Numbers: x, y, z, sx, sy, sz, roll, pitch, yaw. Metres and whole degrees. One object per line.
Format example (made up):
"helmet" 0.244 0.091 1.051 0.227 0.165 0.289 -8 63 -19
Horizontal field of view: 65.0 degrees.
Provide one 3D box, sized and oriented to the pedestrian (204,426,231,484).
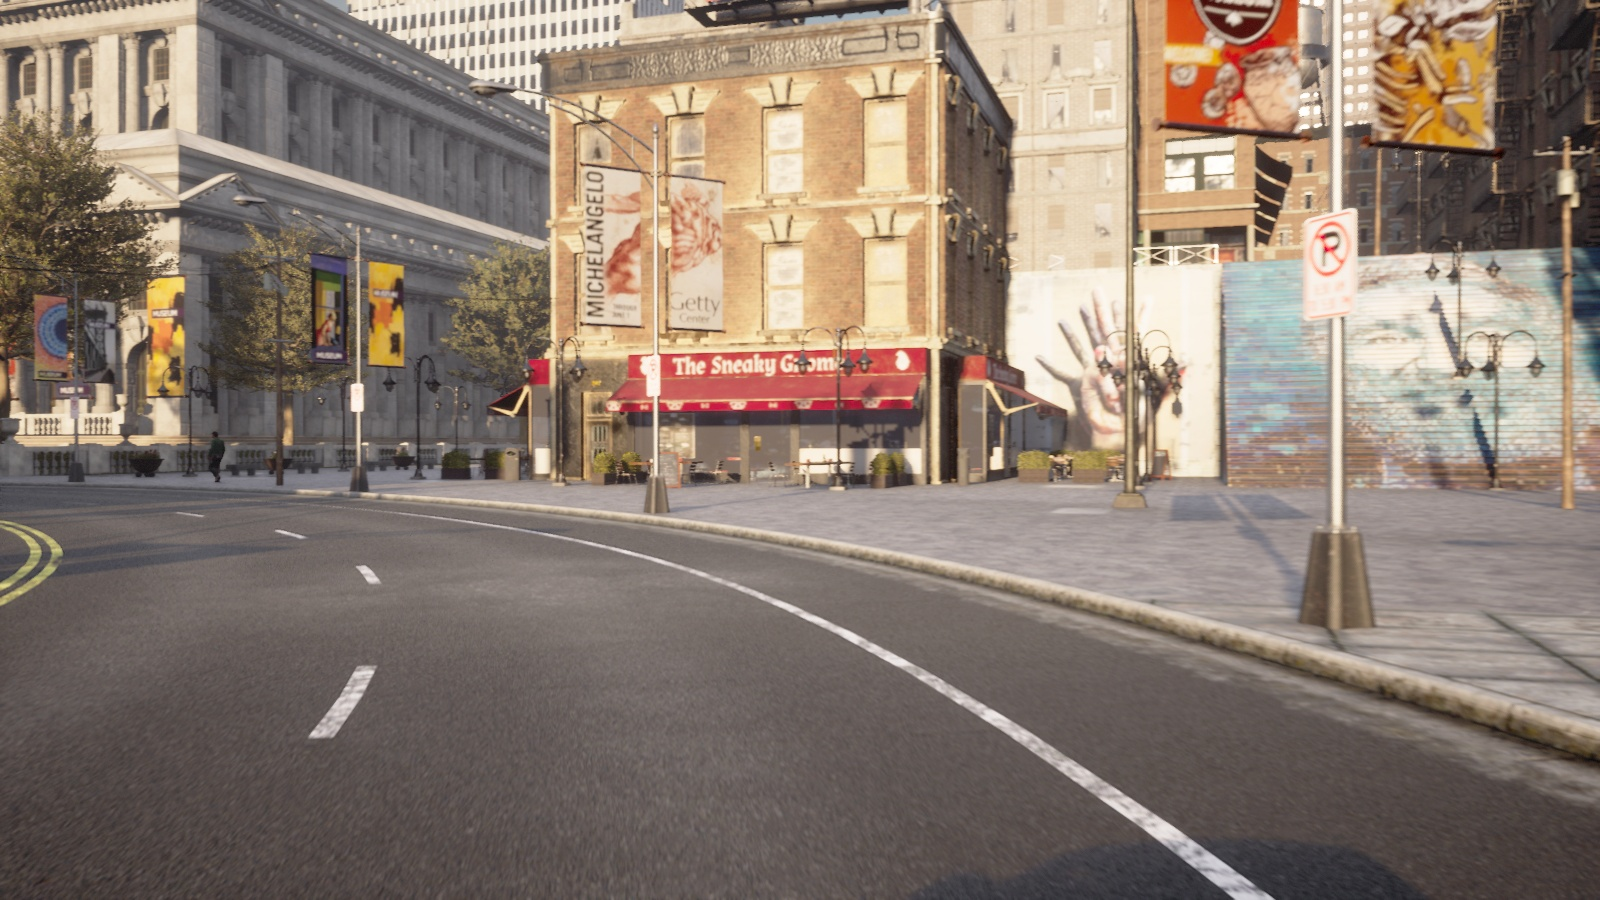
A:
"pedestrian" -19.748 0.163 42.589 0.788 1.949 0.423 0 0 25
